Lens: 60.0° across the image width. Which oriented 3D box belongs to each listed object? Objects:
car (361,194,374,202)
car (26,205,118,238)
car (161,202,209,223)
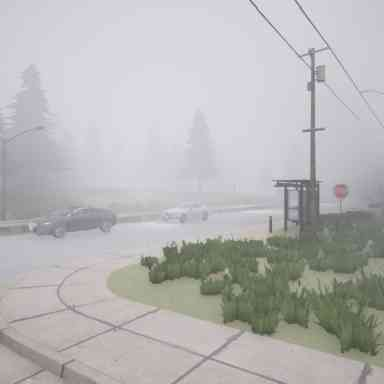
[{"bbox_3d":[40.343,1.356,76.523,2.097,1.767,4.553,0,0,36],"label":"car"},{"bbox_3d":[-6.250,1.492,17.835,2.128,1.511,4.902,0,0,36],"label":"car"},{"bbox_3d":[-0.403,1.527,25.906,1.812,1.442,4.674,0,0,36],"label":"car"}]
